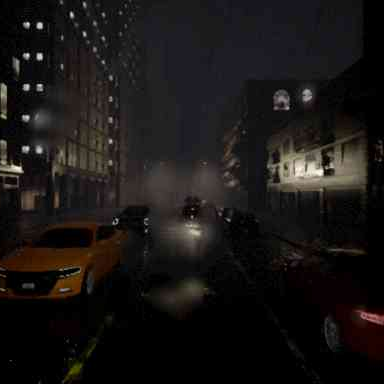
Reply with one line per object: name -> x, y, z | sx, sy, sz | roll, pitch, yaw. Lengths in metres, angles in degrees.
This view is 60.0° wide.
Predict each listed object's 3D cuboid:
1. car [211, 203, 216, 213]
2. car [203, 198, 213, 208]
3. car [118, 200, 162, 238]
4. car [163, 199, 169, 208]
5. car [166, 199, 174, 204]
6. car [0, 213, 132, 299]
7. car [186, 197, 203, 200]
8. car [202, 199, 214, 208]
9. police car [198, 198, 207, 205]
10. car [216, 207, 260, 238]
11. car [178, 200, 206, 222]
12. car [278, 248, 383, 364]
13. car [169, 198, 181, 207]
car -> 2.699, 1.776, 24.360 | 2.008, 1.369, 4.403 | 0, -1, 0
car -> 2.706, 2.075, 52.601 | 1.802, 1.307, 4.206 | 0, -1, 0
car -> -3.082, 1.526, 18.789 | 2.097, 1.767, 4.553 | 0, -1, 0
car -> -5.672, 2.092, 58.253 | 1.887, 1.381, 4.507 | 0, -1, 0
car -> -5.665, 2.393, 86.493 | 1.947, 1.339, 4.313 | 0, -1, 0
car -> -3.112, 1.560, 8.897 | 1.882, 1.535, 5.008 | 0, -1, 1
car -> 0.072, 1.641, 45.007 | 2.150, 2.045, 5.566 | 0, -1, 1
car -> 2.708, 1.988, 58.251 | 1.967, 1.590, 4.097 | 0, -1, 0
police car -> 2.389, 2.147, 76.017 | 1.930, 1.638, 5.238 | 0, -1, 0
car -> 2.696, 1.724, 18.712 | 2.008, 1.369, 4.403 | 0, -1, 0
car -> 0.020, 1.777, 29.365 | 1.837, 1.490, 4.892 | 0, 0, 0
car -> 2.743, 1.636, 5.795 | 1.802, 1.307, 4.206 | 0, -1, 0
car -> -2.992, 2.185, 65.976 | 1.994, 1.385, 4.181 | 0, -1, 0
